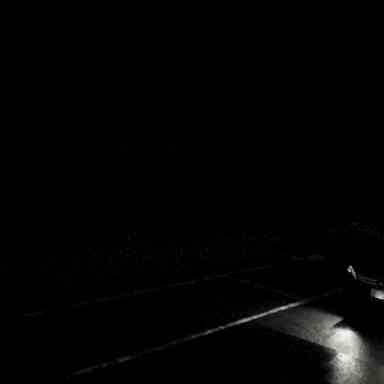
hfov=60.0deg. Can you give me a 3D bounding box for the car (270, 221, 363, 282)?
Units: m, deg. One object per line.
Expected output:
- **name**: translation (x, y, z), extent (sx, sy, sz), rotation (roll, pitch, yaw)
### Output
- **car**: translation (4.068, 1.521, 9.440), extent (4.206, 1.307, 1.802), rotation (0, 0, -36)

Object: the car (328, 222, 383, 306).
- **car**: translation (5.099, 1.468, 7.013), extent (4.674, 1.442, 1.812), rotation (-1, 0, -35)
